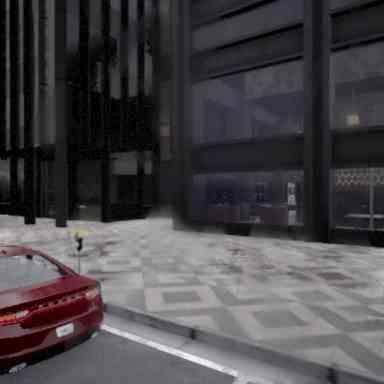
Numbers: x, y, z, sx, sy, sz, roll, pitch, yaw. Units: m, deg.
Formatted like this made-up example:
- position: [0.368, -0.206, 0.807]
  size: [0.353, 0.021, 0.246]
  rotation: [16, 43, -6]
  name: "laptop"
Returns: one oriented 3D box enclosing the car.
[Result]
- position: [-3.366, 1.543, 5.328]
  size: [4.507, 1.381, 1.887]
  rotation: [0, 0, 35]
  name: "car"
